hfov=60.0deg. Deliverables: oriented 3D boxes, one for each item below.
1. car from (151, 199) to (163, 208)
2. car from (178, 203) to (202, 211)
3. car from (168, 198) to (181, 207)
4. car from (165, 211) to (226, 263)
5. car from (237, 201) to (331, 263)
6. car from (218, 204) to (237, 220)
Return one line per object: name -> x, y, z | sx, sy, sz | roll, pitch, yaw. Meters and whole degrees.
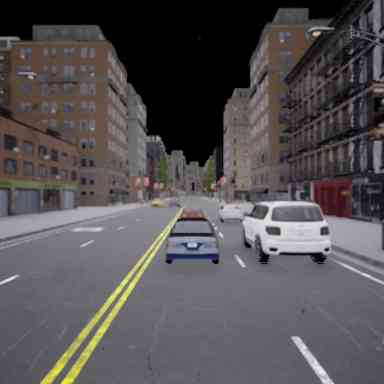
car -> -6.470, 2.073, 62.007 | 1.882, 1.535, 5.008 | 0, 0, 1
car -> 0.046, 1.872, 28.256 | 1.895, 1.301, 4.718 | 0, -1, 1
car -> -3.220, 1.949, 62.119 | 2.097, 1.767, 4.553 | 0, -1, 1
car -> 0.022, 1.668, 12.522 | 2.033, 1.411, 5.357 | 0, -1, 0
car -> 3.272, 1.346, 12.597 | 2.150, 2.045, 5.566 | 0, 0, 0
car -> 3.306, 1.802, 28.912 | 1.812, 1.442, 4.674 | 0, 0, 1
